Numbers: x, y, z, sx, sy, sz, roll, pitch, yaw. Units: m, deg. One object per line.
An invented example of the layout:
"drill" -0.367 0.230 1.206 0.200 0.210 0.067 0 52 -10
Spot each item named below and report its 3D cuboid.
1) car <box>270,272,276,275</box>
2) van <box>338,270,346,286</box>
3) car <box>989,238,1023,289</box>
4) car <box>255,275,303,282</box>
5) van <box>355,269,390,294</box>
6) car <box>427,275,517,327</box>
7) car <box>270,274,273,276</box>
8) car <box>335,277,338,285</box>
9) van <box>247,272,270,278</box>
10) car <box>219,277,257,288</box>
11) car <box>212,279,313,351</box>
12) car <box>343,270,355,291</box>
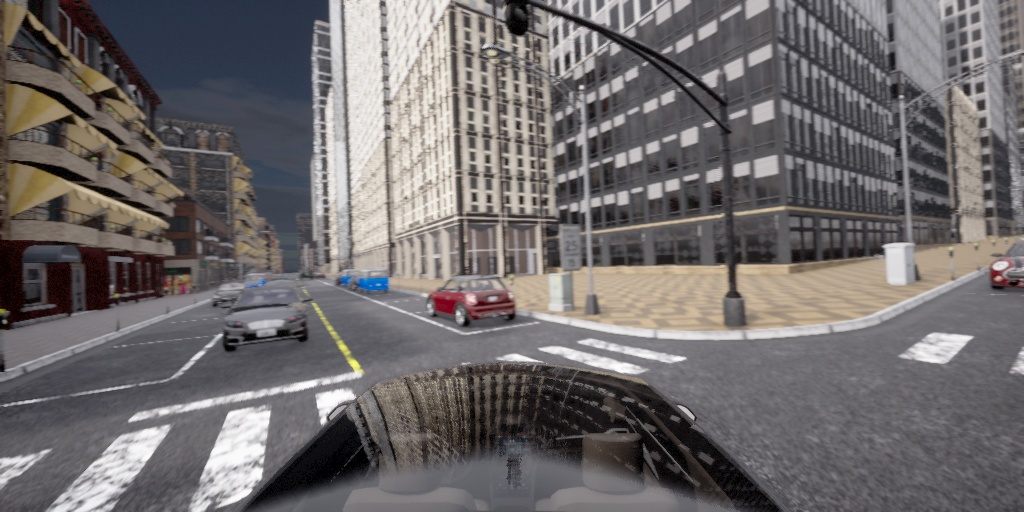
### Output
"car" -35.309 3.281 51.516 2.192 1.841 5.009 0 0 -32
"van" -16.347 2.278 36.679 1.690 1.789 3.998 0 0 -32
"car" 17.215 0.214 11.584 4.097 1.591 1.967 0 0 -32
"car" -13.343 2.084 20.711 1.837 1.490 4.892 -2 -1 -32
"van" -10.432 1.886 27.062 1.690 1.789 3.998 0 0 -32
"car" -1.559 1.401 12.637 1.967 1.591 4.097 0 0 -32
"car" -29.394 3.154 41.899 1.802 1.307 4.207 0 0 -32
"car" -19.306 2.699 41.487 1.948 1.339 4.313 0 0 -32
"van" -26.436 2.716 37.091 1.690 1.789 3.998 0 0 -32
"car" -17.563 2.337 22.666 2.007 1.370 4.403 0 0 -32
"car" -7.198 1.665 10.716 2.128 1.511 4.902 -2 -1 -32
"car" -13.390 2.291 31.870 2.007 1.370 4.403 0 0 -32
